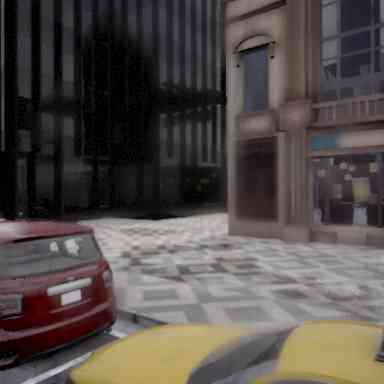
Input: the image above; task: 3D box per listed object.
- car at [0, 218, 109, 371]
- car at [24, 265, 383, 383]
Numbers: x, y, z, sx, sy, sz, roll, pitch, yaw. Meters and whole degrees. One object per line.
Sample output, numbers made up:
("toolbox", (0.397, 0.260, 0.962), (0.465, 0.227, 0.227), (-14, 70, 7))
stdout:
("car", (-3.394, 1.369, 5.385), (5.009, 1.841, 2.192), (-1, 0, 36))
("car", (1.028, 1.528, 2.227), (4.829, 1.417, 1.752), (-1, 0, 36))
